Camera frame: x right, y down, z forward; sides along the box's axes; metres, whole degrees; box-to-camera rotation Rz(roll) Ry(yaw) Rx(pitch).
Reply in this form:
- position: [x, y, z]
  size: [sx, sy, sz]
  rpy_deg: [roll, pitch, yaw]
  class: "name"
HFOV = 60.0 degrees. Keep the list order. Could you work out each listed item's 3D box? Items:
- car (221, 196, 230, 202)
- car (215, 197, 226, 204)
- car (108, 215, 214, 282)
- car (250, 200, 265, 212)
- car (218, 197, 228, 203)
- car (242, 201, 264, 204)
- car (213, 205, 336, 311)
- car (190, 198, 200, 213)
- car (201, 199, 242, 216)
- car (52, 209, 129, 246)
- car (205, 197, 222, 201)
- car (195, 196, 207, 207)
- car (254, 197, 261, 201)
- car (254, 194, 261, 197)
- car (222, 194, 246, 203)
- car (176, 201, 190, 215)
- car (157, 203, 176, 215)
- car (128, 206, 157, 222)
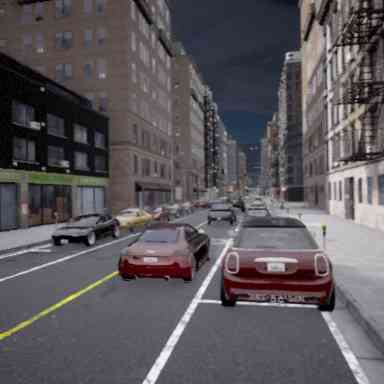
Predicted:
- position: [8.532, 1.818, 84.633]
  size: [1.752, 1.417, 4.829]
  rpy_deg: [-1, 0, 11]
  class: "car"
- position: [6.449, 1.828, 74.099]
  size: [2.008, 1.369, 4.403]
  rpy_deg: [-1, 0, 11]
  class: "car"
- position: [-0.623, 1.630, 10.072]
  size: [1.994, 1.385, 4.181]
  rpy_deg: [-1, 0, 11]
  class: "car"
- position: [8.135, 1.671, 41.263]
  size: [1.802, 1.307, 4.206]
  rpy_deg: [-1, 0, 11]
  class: "car"
- position: [7.507, 1.830, 79.450]
  size: [1.887, 1.381, 4.507]
  rpy_deg: [-1, 0, 11]
  class: "car"
- position: [4.984, 1.626, 25.333]
  size: [1.947, 1.339, 4.313]
  rpy_deg: [-1, 0, 11]
  class: "car"
- position: [1.916, 1.367, 8.035]
  size: [2.097, 1.767, 4.553]
  rpy_deg: [-1, 0, 11]
  class: "car"
- position: [-0.786, 1.766, 37.519]
  size: [2.008, 1.369, 4.403]
  rpy_deg: [-1, 0, 11]
  class: "car"
- position: [2.332, 1.594, 25.011]
  size: [2.128, 1.511, 4.902]
  rpy_deg: [-1, 0, 11]
  class: "car"
- position: [-4.987, 1.737, 16.279]
  size: [1.947, 1.339, 4.313]
  rpy_deg: [-1, 0, 11]
  class: "car"
- position: [3.554, 1.734, 45.959]
  size: [2.033, 1.411, 5.357]
  rpy_deg: [-1, 0, 12]
  class: "car"
- position: [1.311, 1.548, 48.140]
  size: [2.192, 1.841, 5.009]
  rpy_deg: [-1, 0, 11]
  class: "car"
- position: [7.117, 1.605, 36.120]
  size: [1.752, 1.417, 4.829]
  rpy_deg: [-1, 0, 11]
  class: "car"
- position: [17.492, 1.605, 88.587]
  size: [1.967, 1.590, 4.097]
  rpy_deg: [-1, 0, 11]
  class: "car"
- position: [5.460, 1.354, 41.365]
  size: [2.150, 2.045, 5.566]
  rpy_deg: [-1, 0, 11]
  class: "car"
- position: [-1.836, 1.757, 32.209]
  size: [2.008, 1.369, 4.403]
  rpy_deg: [-1, 0, 11]
  class: "car"
- position: [-2.886, 1.777, 26.899]
  size: [1.802, 1.307, 4.206]
  rpy_deg: [-1, 0, 11]
  class: "car"
- position: [-3.970, 1.708, 21.422]
  size: [1.752, 1.417, 4.829]
  rpy_deg: [-1, 0, 11]
  class: "car"
